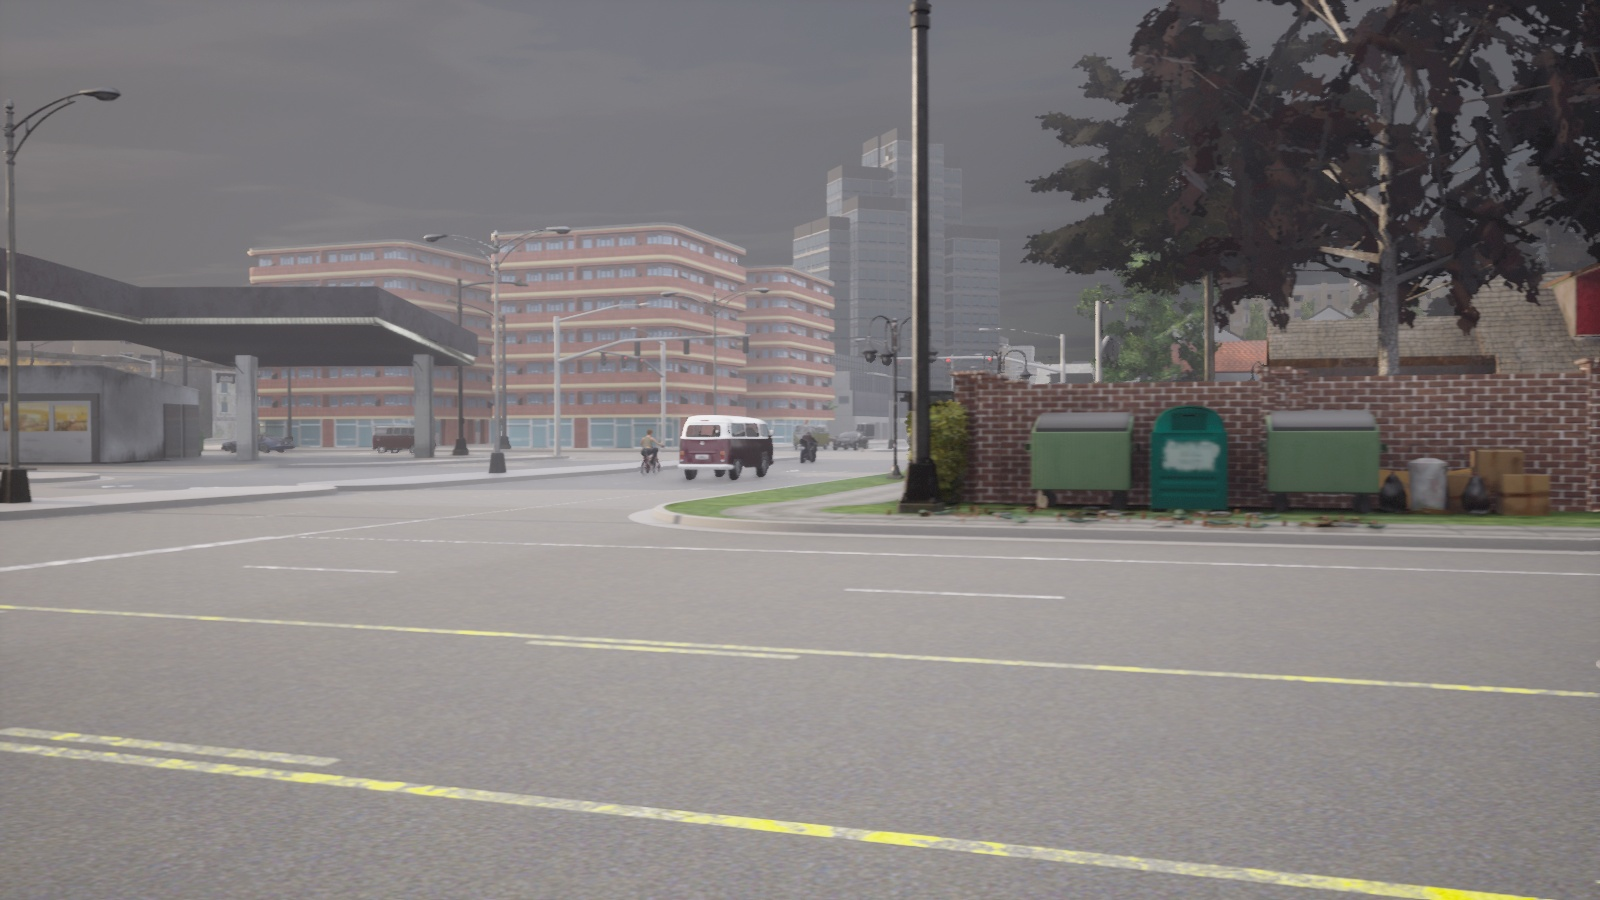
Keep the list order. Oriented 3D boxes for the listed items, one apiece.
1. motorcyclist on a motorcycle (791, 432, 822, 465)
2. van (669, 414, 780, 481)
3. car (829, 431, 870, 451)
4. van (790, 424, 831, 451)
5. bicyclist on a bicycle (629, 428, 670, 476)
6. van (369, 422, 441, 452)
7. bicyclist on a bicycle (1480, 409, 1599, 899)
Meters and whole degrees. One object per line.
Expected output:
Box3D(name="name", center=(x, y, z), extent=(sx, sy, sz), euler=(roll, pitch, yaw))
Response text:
Box3D(name="motorcyclist on a motorcycle", center=(0.326, -0.097, 59.927), extent=(0.866, 1.530, 2.191), euler=(1, 1, 18))
Box3D(name="van", center=(-2.374, -0.111, 40.688), extent=(2.069, 2.038, 4.480), euler=(1, 1, 18))
Box3D(name="car", center=(3.832, -0.689, 95.859), extent=(1.837, 1.490, 4.892), euler=(1, 1, 18))
Box3D(name="van", center=(0.815, -0.978, 97.416), extent=(1.775, 1.987, 4.442), euler=(1, 1, 20))
Box3D(name="bicyclist on a bicycle", center=(-5.187, 0.050, 43.311), extent=(0.866, 1.612, 1.509), euler=(1, 1, 18))
Box3D(name="van", center=(-26.865, -0.891, 85.456), extent=(4.442, 1.987, 1.775), euler=(1, 1, 17))
Box3D(name="bicyclist on a bicycle", center=(2.251, 0.733, 2.430), extent=(1.509, 1.612, 0.866), euler=(1, 1, 18))
